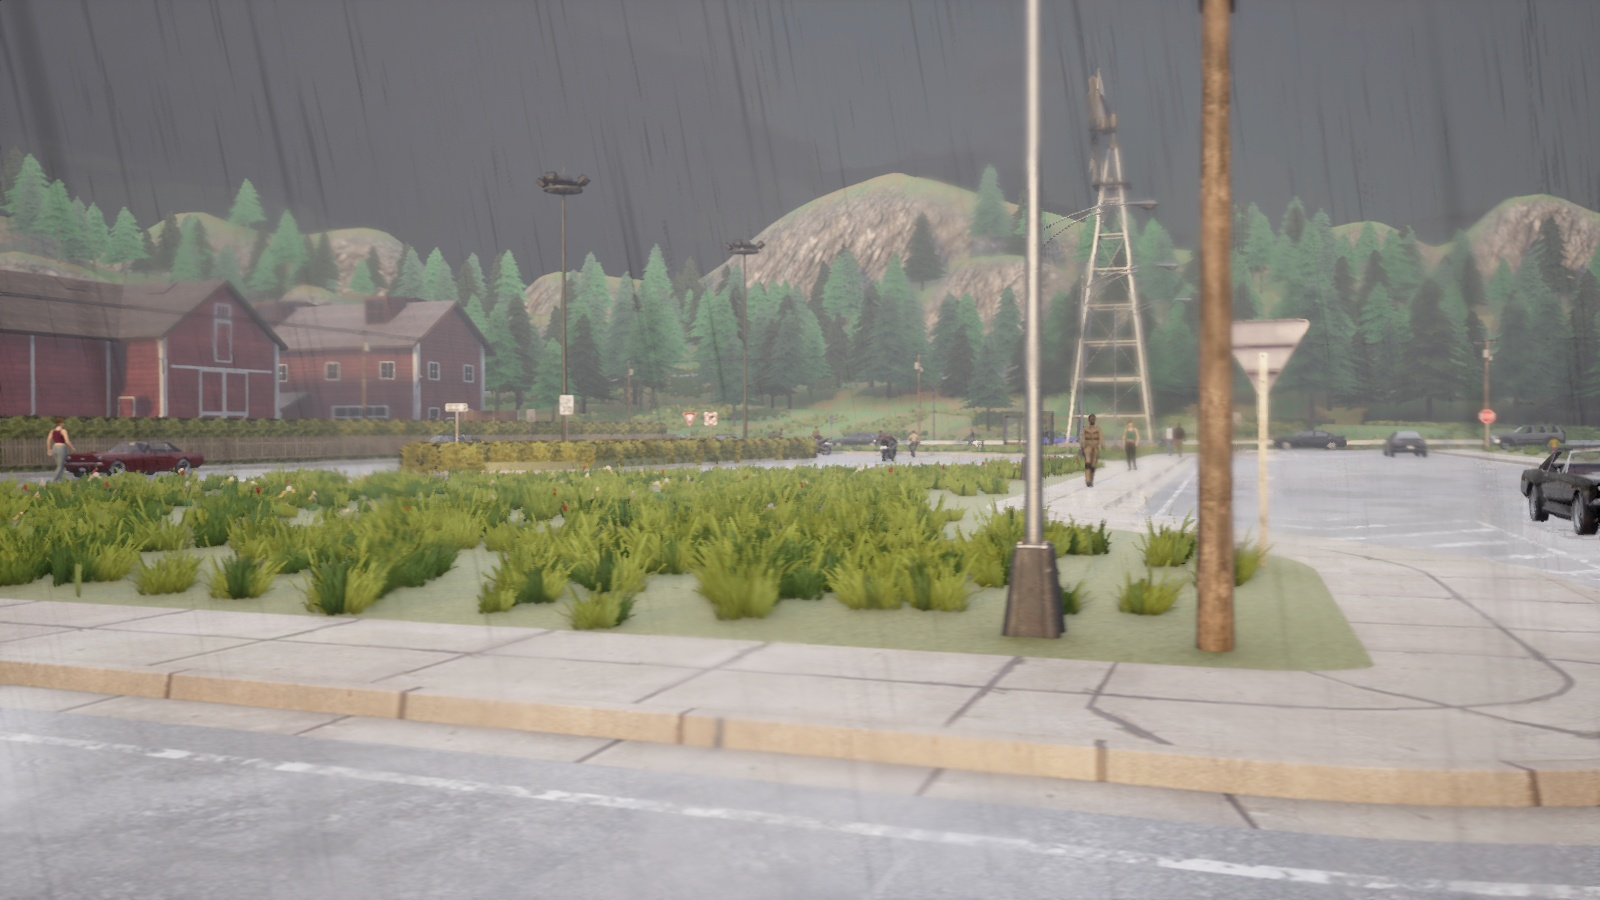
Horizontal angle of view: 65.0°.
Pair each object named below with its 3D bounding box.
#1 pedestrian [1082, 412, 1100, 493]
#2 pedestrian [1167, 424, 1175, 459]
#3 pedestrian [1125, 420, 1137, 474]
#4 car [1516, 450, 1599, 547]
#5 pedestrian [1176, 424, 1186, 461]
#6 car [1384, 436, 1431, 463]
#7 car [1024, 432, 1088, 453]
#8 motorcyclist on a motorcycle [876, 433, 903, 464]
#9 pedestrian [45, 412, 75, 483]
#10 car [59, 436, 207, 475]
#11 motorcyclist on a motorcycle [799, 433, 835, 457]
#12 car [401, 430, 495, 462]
[{"bbox_3d":[7.080,0.053,30.570,0.396,1.930,0.692,0,1,14],"label":"pedestrian"},{"bbox_3d":[19.902,-0.448,67.393,0.354,1.836,0.706,1,1,23],"label":"pedestrian"},{"bbox_3d":[11.396,-0.120,43.224,0.345,1.836,0.594,0,1,17],"label":"pedestrian"},{"bbox_3d":[12.733,0.683,19.542,1.895,1.301,4.718,1,1,19],"label":"car"},{"bbox_3d":[19.061,-0.384,62.874,0.431,1.840,0.703,1,1,21],"label":"pedestrian"},{"bbox_3d":[33.871,-0.068,70.120,1.812,1.442,4.674,1,1,19],"label":"car"},{"bbox_3d":[19.577,-0.585,96.094,4.514,1.525,2.007,1,1,20],"label":"car"},{"bbox_3d":[4.621,-0.084,64.674,0.866,1.530,2.191,1,1,19],"label":"motorcyclist on a motorcycle"},{"bbox_3d":[-19.307,-0.075,32.754,0.345,1.836,0.594,0,1,15],"label":"pedestrian"},{"bbox_3d":[-24.207,0.158,45.819,1.895,1.301,4.718,1,1,20],"label":"car"},{"bbox_3d":[1.125,-0.359,82.319,2.191,1.530,0.866,1,1,30],"label":"motorcyclist on a motorcycle"},{"bbox_3d":[-17.783,-0.230,63.728,2.128,1.511,4.902,1,1,20],"label":"car"}]
